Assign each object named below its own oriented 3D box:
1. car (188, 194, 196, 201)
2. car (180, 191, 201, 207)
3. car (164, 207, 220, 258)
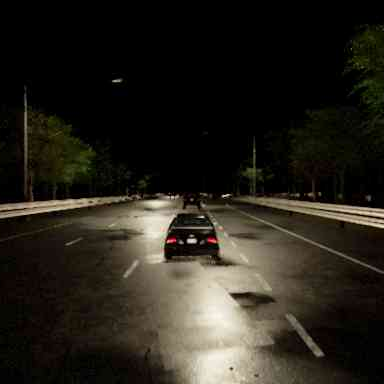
[{"bbox_3d":[-0.060,1.243,80.368,1.882,1.535,5.008,0,0,0],"label":"car"},{"bbox_3d":[-0.033,1.096,43.171,2.150,2.045,5.566,0,0,0],"label":"car"},{"bbox_3d":[-0.009,1.511,12.484,2.033,1.411,5.357,0,0,0],"label":"car"}]
